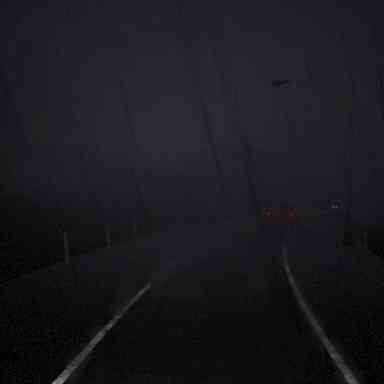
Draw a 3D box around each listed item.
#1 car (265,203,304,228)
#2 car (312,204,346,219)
[{"bbox_3d":[7.149,1.654,25.368,2.097,1.767,4.553,2,0,27],"label":"car"},{"bbox_3d":[14.787,2.069,35.842,2.033,1.411,5.357,4,2,44],"label":"car"}]
